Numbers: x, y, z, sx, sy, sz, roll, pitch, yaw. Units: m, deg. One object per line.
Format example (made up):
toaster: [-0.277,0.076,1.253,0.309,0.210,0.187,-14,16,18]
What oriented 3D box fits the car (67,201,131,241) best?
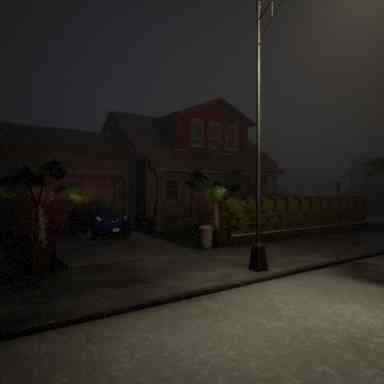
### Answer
car: [-4.112,1.174,14.537,1.845,1.501,3.633,0,0,-38]
